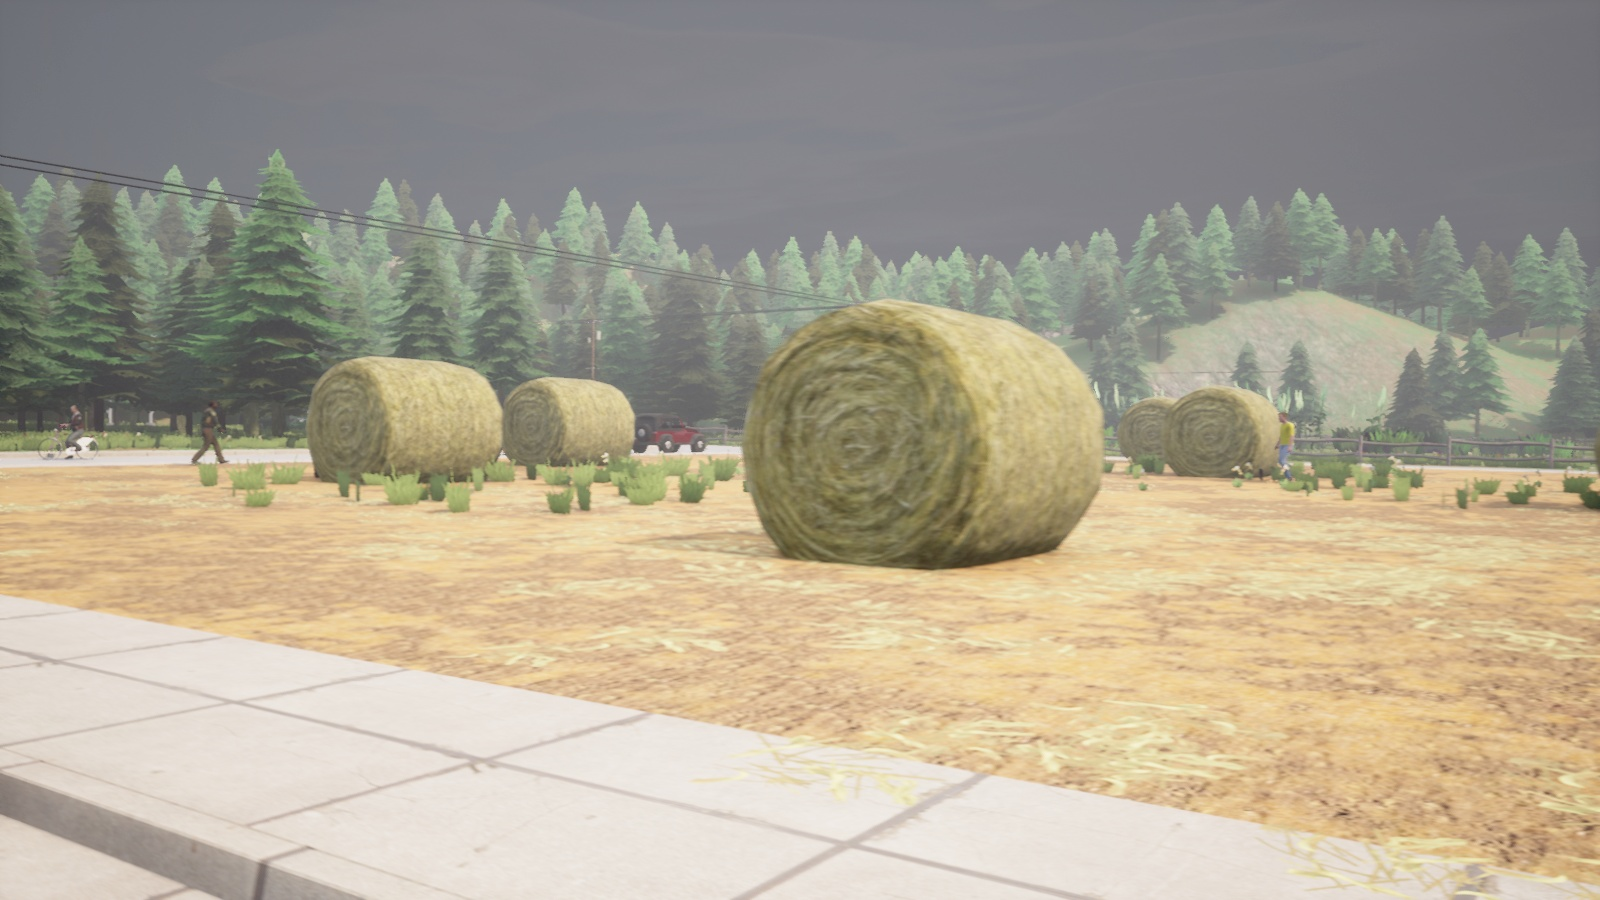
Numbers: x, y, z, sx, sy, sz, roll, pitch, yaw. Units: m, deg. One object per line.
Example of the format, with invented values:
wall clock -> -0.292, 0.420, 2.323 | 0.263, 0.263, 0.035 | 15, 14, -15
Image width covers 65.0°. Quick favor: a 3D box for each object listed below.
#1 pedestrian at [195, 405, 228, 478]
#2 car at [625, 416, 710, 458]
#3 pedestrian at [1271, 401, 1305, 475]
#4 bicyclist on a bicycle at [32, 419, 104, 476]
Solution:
pedestrian -> -15.608, -0.233, 33.326 | 0.692, 1.930, 0.395 | -1, 2, -38
car -> -6.139, -0.634, 58.543 | 1.905, 1.878, 3.866 | 1, 2, 35
pedestrian -> 12.208, -0.312, 31.435 | 0.706, 1.836, 0.354 | 0, 1, -6
bicyclist on a bicycle -> -23.280, -0.107, 39.958 | 0.659, 1.776, 1.843 | 1, 1, 35
